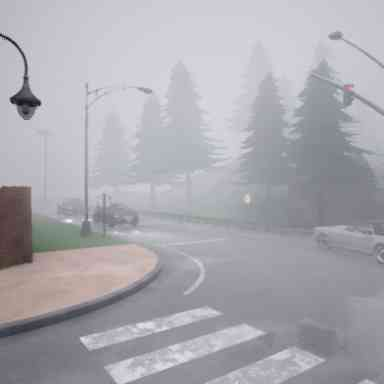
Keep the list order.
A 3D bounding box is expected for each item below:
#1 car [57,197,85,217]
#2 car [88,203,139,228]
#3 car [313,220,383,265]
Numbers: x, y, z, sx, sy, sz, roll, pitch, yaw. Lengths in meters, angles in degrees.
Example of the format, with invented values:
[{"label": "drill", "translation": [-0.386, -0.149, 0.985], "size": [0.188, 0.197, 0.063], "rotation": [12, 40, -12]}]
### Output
[{"label": "car", "translation": [-11.230, 1.376, 31.492], "size": [2.097, 1.767, 4.553], "rotation": [0, 0, -34]}, {"label": "car", "translation": [-5.288, 1.518, 22.784], "size": [2.128, 1.511, 4.902], "rotation": [0, 0, -34]}, {"label": "car", "translation": [6.473, 1.648, 11.937], "size": [1.895, 1.301, 4.718], "rotation": [0, 0, -15]}]
